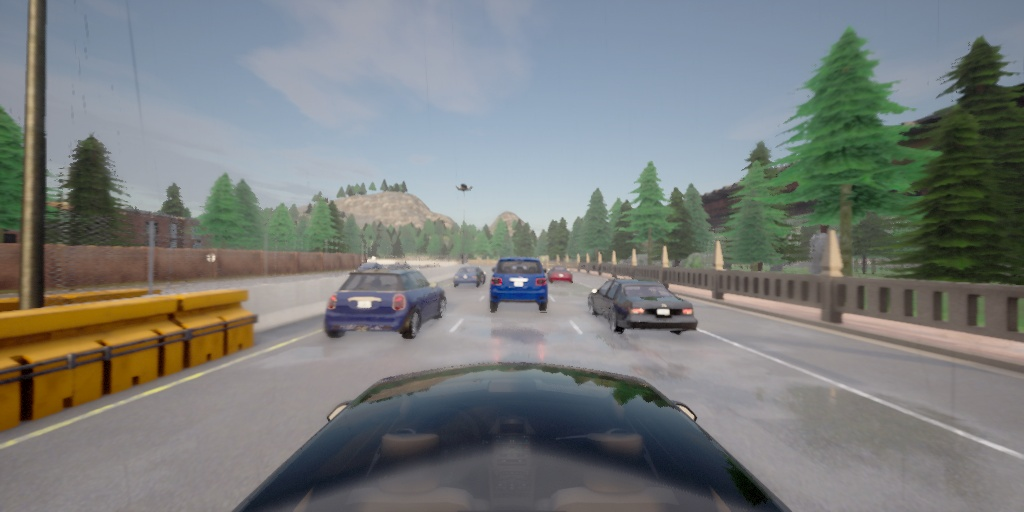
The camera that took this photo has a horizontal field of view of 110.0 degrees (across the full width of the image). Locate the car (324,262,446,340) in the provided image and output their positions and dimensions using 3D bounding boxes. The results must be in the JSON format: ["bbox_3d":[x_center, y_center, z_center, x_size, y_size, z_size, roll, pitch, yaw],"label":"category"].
[{"bbox_3d":[-3.324,1.140,10.341,2.097,1.767,4.553,1,-1,2],"label":"car"}]

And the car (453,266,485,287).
[{"bbox_3d":[-3.020,1.468,26.242,2.033,1.411,5.357,1,0,1],"label":"car"}]

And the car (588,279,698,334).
[{"bbox_3d":[3.695,1.408,11.123,2.033,1.411,5.357,1,0,1],"label":"car"}]

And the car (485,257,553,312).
[{"bbox_3d":[0.291,1.081,15.018,2.150,2.045,5.566,1,-1,1],"label":"car"}]

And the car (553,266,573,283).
[{"bbox_3d":[4.101,1.593,31.499,1.994,1.385,4.181,1,0,1],"label":"car"}]
